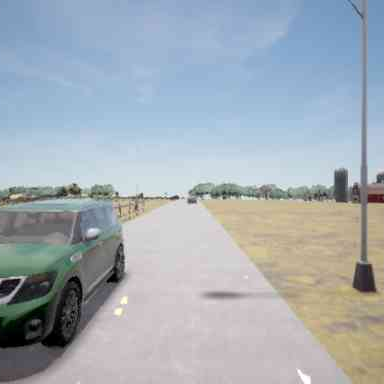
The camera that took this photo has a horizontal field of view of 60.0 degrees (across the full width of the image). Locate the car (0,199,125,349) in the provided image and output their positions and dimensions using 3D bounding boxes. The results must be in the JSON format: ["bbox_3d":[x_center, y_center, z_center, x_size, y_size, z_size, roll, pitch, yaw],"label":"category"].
[{"bbox_3d":[-2.827,1.194,6.632,2.150,2.045,5.566,0,0,0],"label":"car"}]

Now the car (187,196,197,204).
[{"bbox_3d":[0.014,1.440,63.517,2.128,1.511,4.902,0,0,0],"label":"car"}]

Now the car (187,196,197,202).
[{"bbox_3d":[0.017,1.484,73.560,1.994,1.385,4.181,0,0,0],"label":"car"}]
